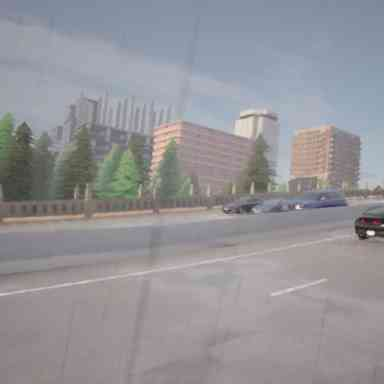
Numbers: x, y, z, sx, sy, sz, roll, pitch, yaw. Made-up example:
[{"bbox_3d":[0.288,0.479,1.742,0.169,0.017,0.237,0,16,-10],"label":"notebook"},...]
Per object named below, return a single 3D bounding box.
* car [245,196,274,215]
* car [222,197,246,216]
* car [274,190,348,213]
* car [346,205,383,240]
[{"bbox_3d":[6.694,1.198,26.042,4.674,1.442,1.812,-2,1,-36],"label":"car"},{"bbox_3d":[4.805,1.173,28.995,4.892,1.490,1.837,-2,1,-36],"label":"car"},{"bbox_3d":[8.611,0.895,23.110,5.566,2.045,2.150,-2,1,-36],"label":"car"},{"bbox_3d":[9.027,1.295,14.551,4.892,1.490,1.837,-2,1,-36],"label":"car"}]
